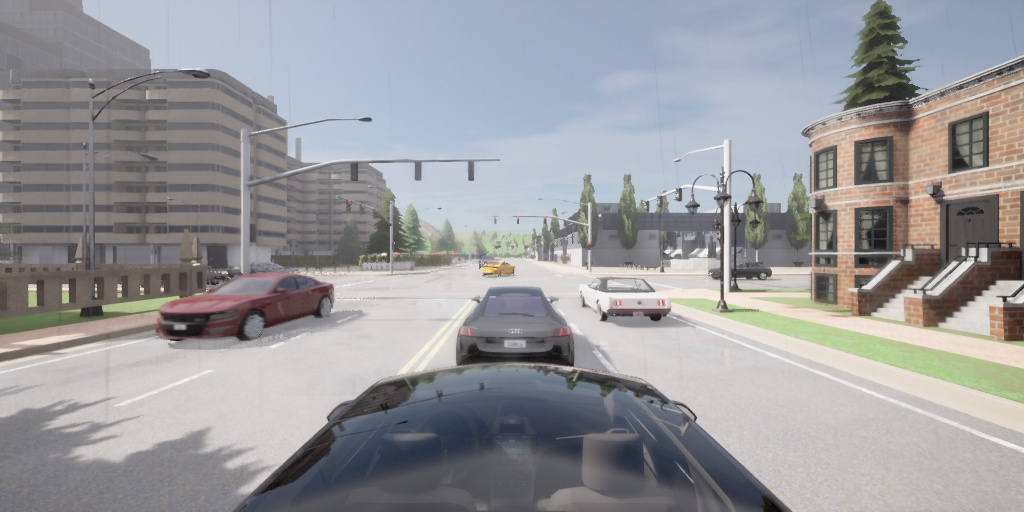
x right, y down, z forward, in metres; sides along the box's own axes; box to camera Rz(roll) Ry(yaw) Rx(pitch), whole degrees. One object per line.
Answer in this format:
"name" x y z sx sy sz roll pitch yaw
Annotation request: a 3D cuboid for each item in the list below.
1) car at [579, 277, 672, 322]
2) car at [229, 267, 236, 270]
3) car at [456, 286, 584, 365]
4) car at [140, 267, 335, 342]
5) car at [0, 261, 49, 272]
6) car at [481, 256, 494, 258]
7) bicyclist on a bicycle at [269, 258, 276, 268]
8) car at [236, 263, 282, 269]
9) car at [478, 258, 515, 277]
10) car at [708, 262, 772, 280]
"car" 3.581 1.351 12.346 1.895 1.301 4.718 0 0 0
"car" -21.556 1.297 23.258 5.357 1.411 2.033 0 0 0
"car" 0.063 1.314 7.497 1.994 1.385 4.181 0 0 0
"car" -6.929 1.227 10.039 1.882 1.535 5.008 0 0 1
"car" -36.841 1.227 26.774 5.008 1.535 1.882 0 0 0
"car" -3.591 0.971 51.968 2.150 2.045 5.566 0 0 0
"bicyclist on a bicycle" -25.251 1.052 37.744 0.582 1.620 1.656 0 0 0
"car" -18.405 1.241 26.755 4.902 1.511 2.128 0 0 0
"car" -1.272 1.227 35.809 1.882 1.535 5.008 1 0 23
"car" 19.085 1.255 30.136 4.892 1.490 1.837 0 0 -1
